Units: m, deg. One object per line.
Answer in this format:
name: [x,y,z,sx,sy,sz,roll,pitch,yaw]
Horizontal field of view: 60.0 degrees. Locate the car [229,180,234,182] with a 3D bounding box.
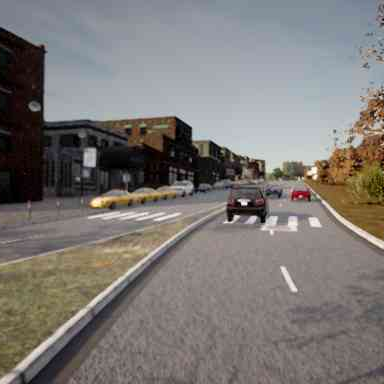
car: [6.866,-1.605,70.374,2.435,2.045,5.566,0,3,18]

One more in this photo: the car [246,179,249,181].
car: [13.514,-2.420,91.366,2.185,1.767,4.553,0,3,18]

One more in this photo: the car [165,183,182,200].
car: [-3.218,0.069,38.541,1.946,1.575,5.366,0,3,18]

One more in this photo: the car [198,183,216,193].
car: [1.864,-0.618,54.597,2.163,1.488,4.792,0,3,18]

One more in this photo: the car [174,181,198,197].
car: [-1.465,-0.427,44.062,2.435,2.045,5.566,0,3,18]

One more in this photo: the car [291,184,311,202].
car: [11.403,0.154,34.890,1.882,1.535,5.008,0,3,18]

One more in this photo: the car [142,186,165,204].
car: [-4.885,0.304,33.278,1.946,1.575,5.366,0,3,18]

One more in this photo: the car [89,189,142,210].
car: [-6.561,0.543,28.021,1.946,1.575,5.366,0,3,18]

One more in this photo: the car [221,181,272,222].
car: [3.480,0.583,20.251,2.150,2.045,5.566,0,3,15]

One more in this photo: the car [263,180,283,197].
car: [10.424,-0.290,42.595,2.097,1.767,4.553,0,2,18]

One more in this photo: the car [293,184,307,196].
car: [14.925,-0.316,45.966,1.837,1.490,4.892,0,3,18]

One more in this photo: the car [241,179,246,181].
car: [11.783,-2.052,85.903,1.946,1.575,5.366,0,3,18]

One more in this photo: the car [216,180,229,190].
car: [5.212,-1.119,65.155,2.231,1.521,4.892,0,3,18]
